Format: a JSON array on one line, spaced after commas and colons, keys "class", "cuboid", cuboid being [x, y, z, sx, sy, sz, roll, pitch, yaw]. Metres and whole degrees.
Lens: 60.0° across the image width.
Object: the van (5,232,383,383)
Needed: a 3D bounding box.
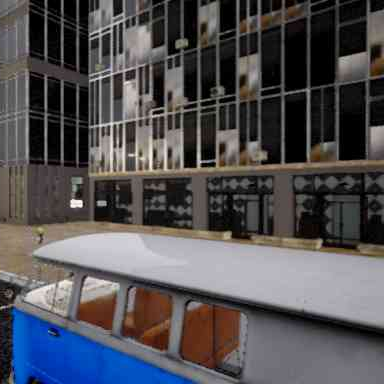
[{"class": "van", "cuboid": [0.041, 1.341, 2.843, 3.998, 1.788, 1.690, 0, 0, 35]}]
